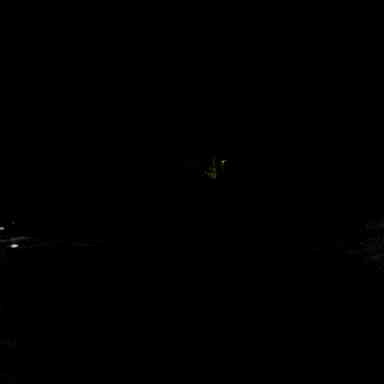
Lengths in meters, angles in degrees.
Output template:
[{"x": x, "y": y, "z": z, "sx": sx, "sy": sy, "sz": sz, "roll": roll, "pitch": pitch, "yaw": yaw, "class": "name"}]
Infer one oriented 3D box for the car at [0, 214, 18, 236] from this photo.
[{"x": -11.172, "y": 1.648, "z": 17.615, "sx": 4.181, "sy": 1.385, "sz": 1.994, "roll": 0, "pitch": 0, "yaw": 31, "class": "car"}]
